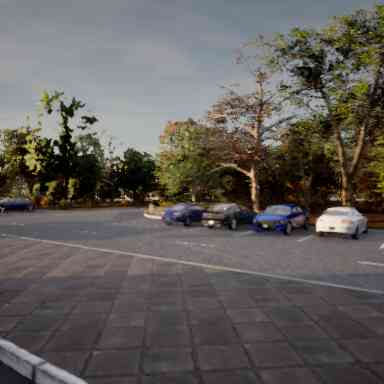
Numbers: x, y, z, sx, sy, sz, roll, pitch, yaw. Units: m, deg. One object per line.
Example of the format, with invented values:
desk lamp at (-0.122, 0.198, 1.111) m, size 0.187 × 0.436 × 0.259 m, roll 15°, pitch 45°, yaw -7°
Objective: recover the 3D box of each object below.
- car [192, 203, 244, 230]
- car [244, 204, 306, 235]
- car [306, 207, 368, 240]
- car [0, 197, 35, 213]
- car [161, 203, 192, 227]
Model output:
car at (2.480, 1.456, 20.777) m, size 2.231 × 1.521 × 4.892 m, roll 0°, pitch 0°, yaw 36°
car at (5.149, 1.455, 18.882) m, size 2.097 × 1.535 × 5.008 m, roll 0°, pitch 0°, yaw 36°
car at (7.706, 1.494, 17.044) m, size 2.002 × 1.452 × 4.674 m, roll 0°, pitch 0°, yaw 36°
car at (-19.960, 1.334, 36.866) m, size 2.185 × 1.767 × 4.553 m, roll 0°, pitch 0°, yaw 35°
car at (-0.184, 1.496, 22.684) m, size 2.002 × 1.452 × 4.674 m, roll 0°, pitch 0°, yaw 36°
